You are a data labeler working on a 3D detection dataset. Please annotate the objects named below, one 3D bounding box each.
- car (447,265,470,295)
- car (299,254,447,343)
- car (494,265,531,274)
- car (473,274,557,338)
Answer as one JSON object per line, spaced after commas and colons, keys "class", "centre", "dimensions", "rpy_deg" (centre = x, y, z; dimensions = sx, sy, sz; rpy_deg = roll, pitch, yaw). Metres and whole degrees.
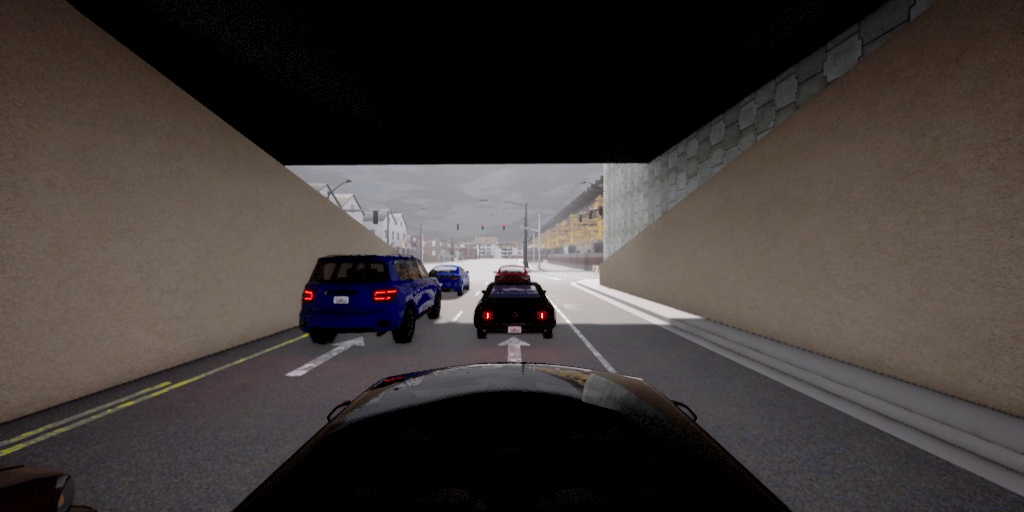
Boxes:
{"class": "car", "centre": [-3.485, 1.237, 19.788], "dimensions": [1.882, 1.535, 5.008], "rpy_deg": [0, 0, 0]}
{"class": "car", "centre": [-3.437, 0.976, 9.851], "dimensions": [2.150, 2.045, 5.566], "rpy_deg": [0, 0, 0]}
{"class": "car", "centre": [0.016, 1.237, 19.537], "dimensions": [1.882, 1.535, 5.008], "rpy_deg": [0, 0, 0]}
{"class": "car", "centre": [0.058, 1.355, 10.201], "dimensions": [1.895, 1.301, 4.718], "rpy_deg": [0, 0, 0]}
